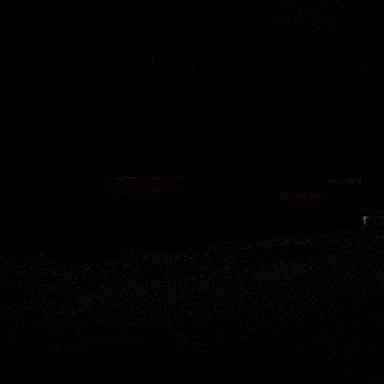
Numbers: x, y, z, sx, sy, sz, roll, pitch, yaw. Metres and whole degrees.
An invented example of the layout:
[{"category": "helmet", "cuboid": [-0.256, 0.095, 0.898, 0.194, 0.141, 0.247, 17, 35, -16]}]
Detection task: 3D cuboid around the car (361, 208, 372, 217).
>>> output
[{"category": "car", "cuboid": [18.233, 2.115, 38.519, 1.812, 1.442, 4.674, -1, -1, -36]}]
